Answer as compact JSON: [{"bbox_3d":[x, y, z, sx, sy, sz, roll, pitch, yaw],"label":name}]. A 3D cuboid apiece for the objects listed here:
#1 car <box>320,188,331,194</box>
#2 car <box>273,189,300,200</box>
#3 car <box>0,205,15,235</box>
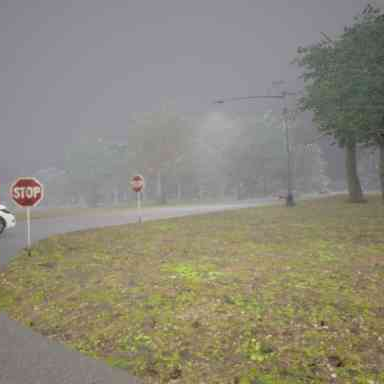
[{"bbox_3d":[31.460,-0.216,78.456,1.994,1.385,4.181,-3,-1,29],"label":"car"},{"bbox_3d":[13.819,0.293,47.088,2.128,1.511,4.902,-4,-1,34],"label":"car"},{"bbox_3d":[-9.802,1.020,12.496,2.150,2.045,5.566,-2,3,34],"label":"car"}]
